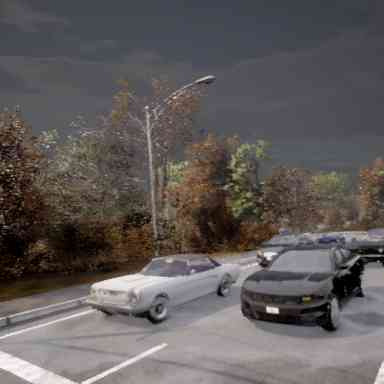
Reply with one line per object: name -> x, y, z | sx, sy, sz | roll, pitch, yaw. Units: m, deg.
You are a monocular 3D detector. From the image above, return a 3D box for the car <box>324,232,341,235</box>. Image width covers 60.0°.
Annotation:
car -> 11.536, 4.016, 27.508 | 1.895, 1.301, 4.718 | -6, -8, 29

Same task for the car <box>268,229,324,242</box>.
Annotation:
car -> 4.903, 2.912, 17.022 | 2.128, 1.511, 4.902 | -7, -8, 33

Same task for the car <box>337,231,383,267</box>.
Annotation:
car -> 8.413, 2.743, 15.956 | 1.895, 1.301, 4.718 | -7, -8, 33

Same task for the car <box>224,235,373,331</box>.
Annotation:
car -> 2.990, 2.088, 8.363 | 1.882, 1.535, 5.008 | -7, -7, 36

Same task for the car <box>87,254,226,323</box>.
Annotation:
car -> -0.526, 2.508, 9.429 | 1.895, 1.301, 4.718 | -7, -7, 36

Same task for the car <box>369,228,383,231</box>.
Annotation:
car -> 14.597, 3.574, 25.927 | 2.128, 1.511, 4.902 | -6, -8, 29
